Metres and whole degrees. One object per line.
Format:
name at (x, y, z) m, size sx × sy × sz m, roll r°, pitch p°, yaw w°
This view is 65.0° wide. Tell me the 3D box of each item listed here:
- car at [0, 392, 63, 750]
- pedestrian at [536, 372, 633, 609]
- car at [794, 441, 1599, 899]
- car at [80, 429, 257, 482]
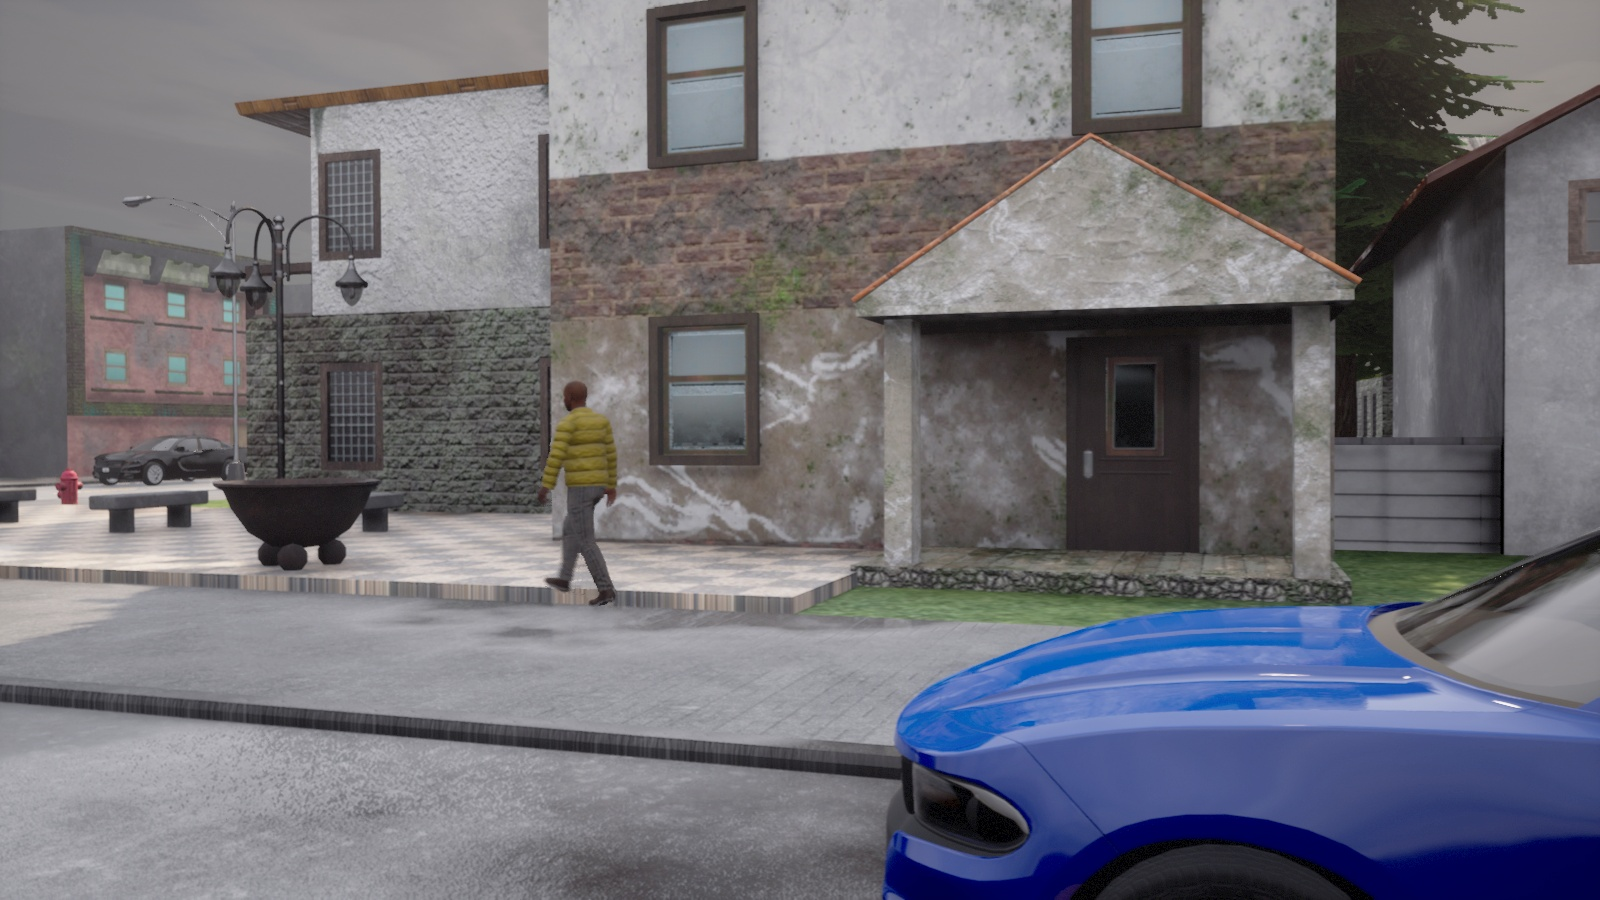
car at (-6.156, 0.556, 5.798) m, size 4.611 × 1.667 × 2.242 m, roll 1°, pitch 1°, yaw 18°
pedestrian at (-1.731, 0.306, 10.087) m, size 0.726 × 1.835 × 0.370 m, roll 1°, pitch 1°, yaw 37°
car at (2.661, 0.769, 2.834) m, size 5.008 × 1.535 × 1.882 m, roll 1°, pitch 1°, yaw 18°
car at (-19.413, 0.111, 38.909) m, size 1.882 × 1.535 × 5.008 m, roll 1°, pitch 1°, yaw 19°
